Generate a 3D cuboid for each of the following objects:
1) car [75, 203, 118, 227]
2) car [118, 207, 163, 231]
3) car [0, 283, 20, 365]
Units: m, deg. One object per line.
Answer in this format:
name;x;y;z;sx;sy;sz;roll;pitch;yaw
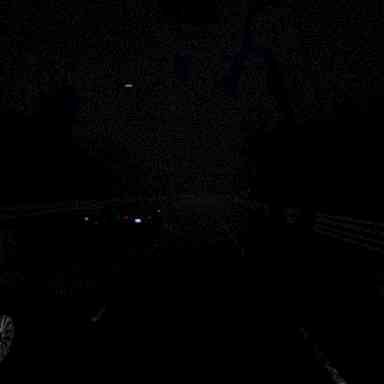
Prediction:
car;-6.417;1.516;22.986;1.882;1.535;5.008;0;0;2
car;-2.992;1.600;20.823;1.994;1.385;4.181;0;0;2
car;-3.366;1.495;2.806;2.128;1.511;4.902;0;0;0
